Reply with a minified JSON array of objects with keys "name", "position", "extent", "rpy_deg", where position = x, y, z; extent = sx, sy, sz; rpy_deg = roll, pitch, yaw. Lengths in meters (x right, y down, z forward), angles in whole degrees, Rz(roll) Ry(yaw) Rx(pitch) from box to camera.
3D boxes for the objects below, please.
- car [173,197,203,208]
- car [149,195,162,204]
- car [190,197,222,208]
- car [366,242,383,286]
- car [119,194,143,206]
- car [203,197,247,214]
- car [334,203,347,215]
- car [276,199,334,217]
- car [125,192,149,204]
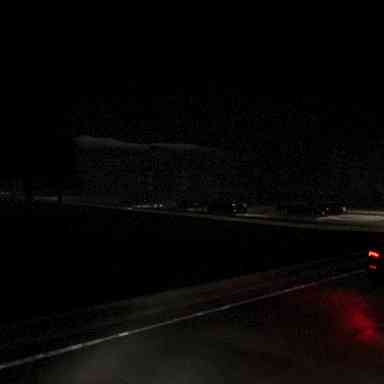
[{"name":"car","position":[-0.786,1.480,46.721],"extent":[2.128,1.511,4.902],"rpy_deg":[0,0,-36]},{"name":"car","position":[-7.653,1.333,62.356],"extent":[2.033,1.411,5.357],"rpy_deg":[0,0,-36]},{"name":"car","position":[2.015,1.479,48.820],"extent":[2.128,1.511,4.902],"rpy_deg":[0,0,-36]},{"name":"car","position":[6.038,1.522,8.071],"extent":[4.674,1.442,1.812],"rpy_deg":[0,0,-35]},{"name":"car","position":[-10.296,1.497,53.971],"extent":[1.837,1.490,4.892],"rpy_deg":[0,0,-35]},{"name":"car","position":[3.630,1.342,34.730],"extent":[2.097,1.767,4.553],"rpy_deg":[0,0,-36]},{"name":"car","position":[13.081,1.477,33.659],"extent":[2.128,1.511,4.902],"rpy_deg":[0,0,-36]},{"name":"car","position":[10.404,1.590,31.388],"extent":[1.895,1.301,4.718],"rpy_deg":[0,0,-36]},{"name":"car","position":[-10.474,1.020,60.283],"extent":[2.150,2.045,5.566],"rpy_deg":[0,0,-36]}]
